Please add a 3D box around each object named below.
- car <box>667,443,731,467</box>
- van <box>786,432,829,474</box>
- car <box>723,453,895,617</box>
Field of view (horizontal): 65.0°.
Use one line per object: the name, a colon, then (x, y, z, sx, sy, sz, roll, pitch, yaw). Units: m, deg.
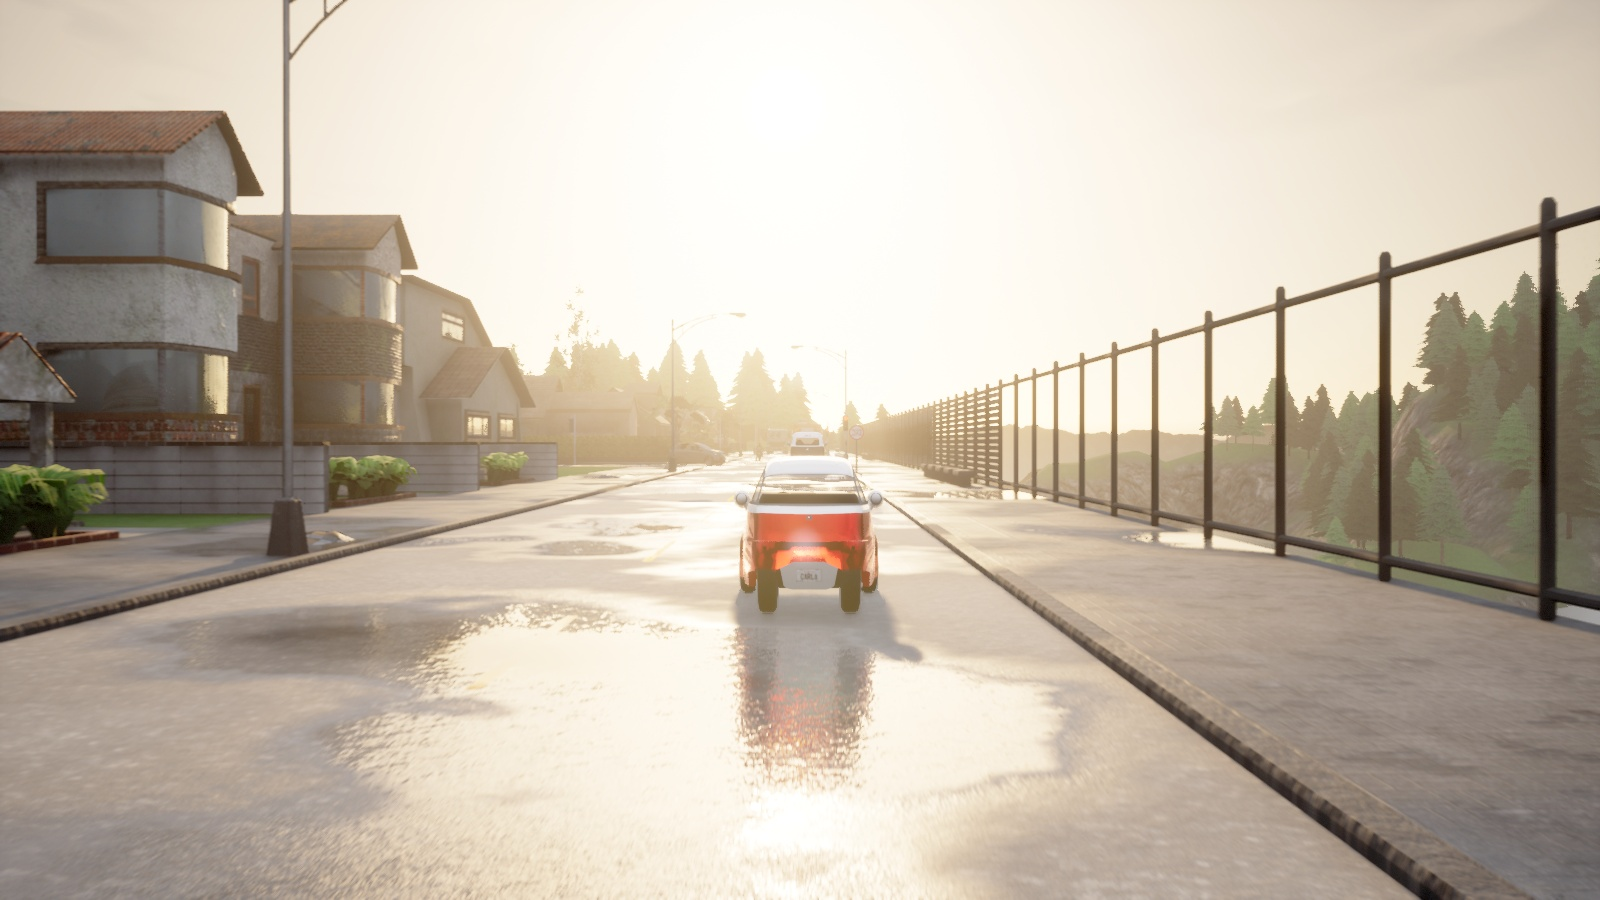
car: (-6.444, 0.303, 80.121, 3.633, 1.501, 1.845, 0, 0, 22)
van: (0.375, 0.115, 63.080, 2.069, 2.038, 4.480, 0, 0, 0)
car: (0.083, 0.734, 11.887, 1.481, 1.376, 2.207, 0, 1, 0)
